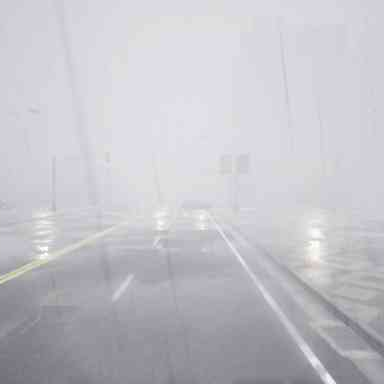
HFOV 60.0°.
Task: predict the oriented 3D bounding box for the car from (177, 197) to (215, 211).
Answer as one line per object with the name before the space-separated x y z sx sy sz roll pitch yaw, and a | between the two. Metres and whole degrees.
car | 0.655 1.571 40.304 4.181 1.385 1.994 0 0 0

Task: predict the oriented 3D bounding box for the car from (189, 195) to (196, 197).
car | 0.036 1.587 89.018 2.033 1.411 5.357 0 0 9

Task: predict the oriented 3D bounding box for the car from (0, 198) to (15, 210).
car | -24.526 1.323 40.200 5.566 2.045 2.150 2 0 0

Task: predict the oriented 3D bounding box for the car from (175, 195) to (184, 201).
car | -3.171 1.571 89.541 1.812 1.442 4.674 0 0 9
